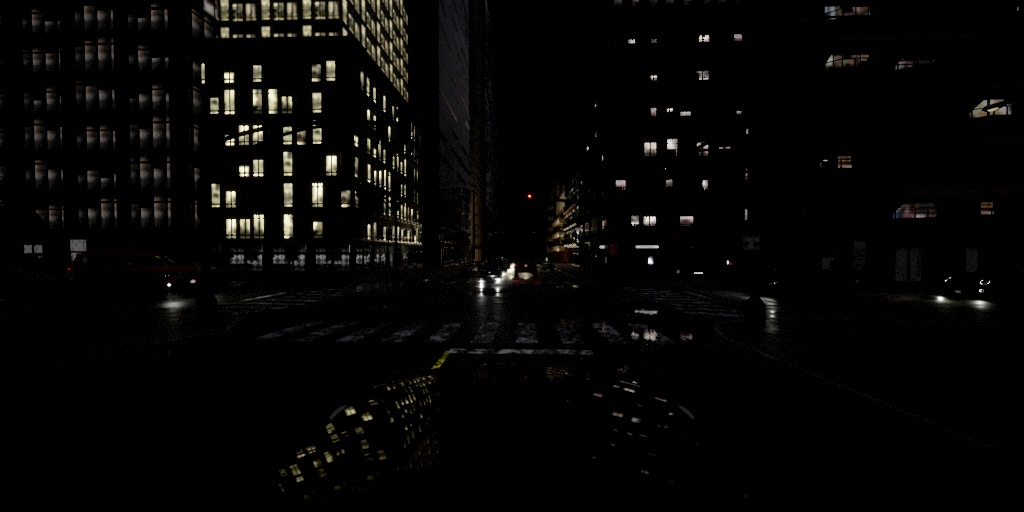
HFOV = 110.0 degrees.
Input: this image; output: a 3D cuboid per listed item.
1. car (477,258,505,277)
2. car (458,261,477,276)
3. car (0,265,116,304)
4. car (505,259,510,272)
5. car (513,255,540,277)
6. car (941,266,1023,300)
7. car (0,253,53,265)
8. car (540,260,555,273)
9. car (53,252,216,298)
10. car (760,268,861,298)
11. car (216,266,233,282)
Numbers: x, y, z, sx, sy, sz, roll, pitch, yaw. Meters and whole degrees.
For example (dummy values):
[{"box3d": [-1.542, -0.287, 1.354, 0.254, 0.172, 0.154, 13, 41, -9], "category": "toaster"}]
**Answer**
[{"box3d": [-1.958, 1.246, 34.805, 1.837, 1.490, 4.892, 0, 0, 2], "category": "car"}, {"box3d": [-4.478, 1.266, 36.910, 1.751, 1.417, 4.829, 0, 0, 2], "category": "car"}, {"box3d": [-19.858, 1.205, 14.957, 4.403, 1.370, 2.007, 0, 0, 3], "category": "car"}, {"box3d": [-1.603, 1.303, 44.702, 1.994, 1.385, 4.181, 0, 0, 2], "category": "car"}, {"box3d": [1.334, 0.964, 35.693, 2.150, 2.045, 5.566, 0, 0, 1], "category": "car"}, {"box3d": [25.374, 1.290, 18.477, 4.553, 1.767, 2.097, 0, 1, 3], "category": "car"}, {"box3d": [-32.875, 0.713, 23.960, 5.009, 1.841, 2.192, 0, 0, 3], "category": "car"}, {"box3d": [4.103, 1.290, 42.435, 2.007, 1.370, 4.403, 0, 0, 2], "category": "car"}, {"box3d": [-18.139, 0.847, 17.419, 5.566, 2.045, 2.150, 1, 1, 3], "category": "car"}, {"box3d": [15.530, 1.382, 18.975, 4.674, 1.442, 1.812, 1, 1, 4], "category": "car"}, {"box3d": [-20.943, 1.030, 23.334, 4.829, 1.417, 1.751, 0, 0, 3], "category": "car"}]
